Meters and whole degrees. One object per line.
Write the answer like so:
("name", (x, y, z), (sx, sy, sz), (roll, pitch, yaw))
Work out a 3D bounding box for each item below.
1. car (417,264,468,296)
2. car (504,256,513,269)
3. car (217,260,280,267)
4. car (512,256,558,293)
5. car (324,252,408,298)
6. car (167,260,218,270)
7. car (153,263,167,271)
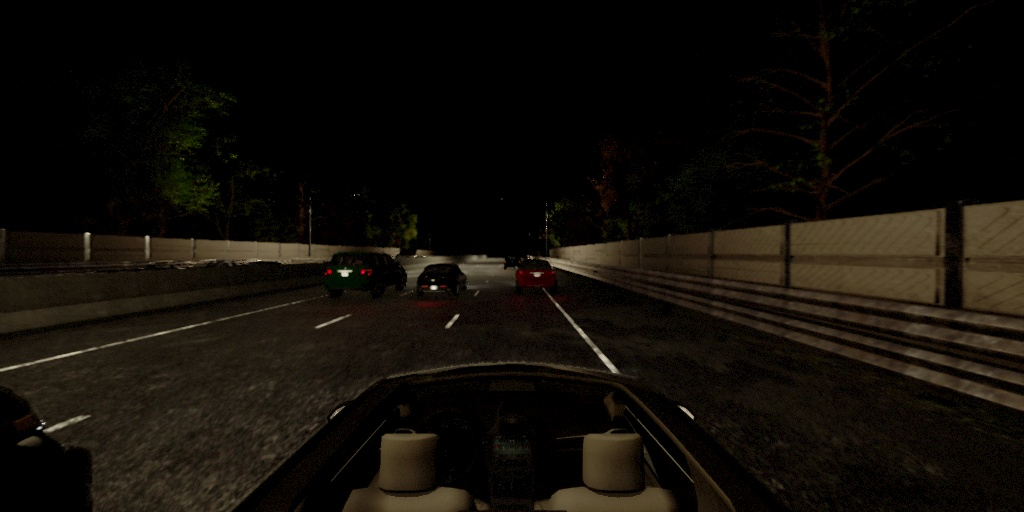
("car", (-3.404, 1.112, 18.038), (1.837, 1.490, 4.892), (0, 0, 0))
("car", (0.060, 0.735, 46.104), (2.097, 1.767, 4.553), (0, 0, 0))
("car", (-17.593, 1.077, 25.049), (1.812, 1.442, 4.674), (0, 0, 0))
("car", (1.222, 0.946, 19.647), (2.097, 1.767, 4.553), (0, 0, 0))
("car", (-6.904, 0.833, 17.491), (2.150, 2.045, 5.566), (0, 0, 0))
("car", (-21.092, 1.038, 25.628), (2.128, 1.511, 4.902), (0, 0, 0))
("car", (-24.596, 1.159, 24.148), (1.895, 1.301, 4.718), (0, 0, 0))
